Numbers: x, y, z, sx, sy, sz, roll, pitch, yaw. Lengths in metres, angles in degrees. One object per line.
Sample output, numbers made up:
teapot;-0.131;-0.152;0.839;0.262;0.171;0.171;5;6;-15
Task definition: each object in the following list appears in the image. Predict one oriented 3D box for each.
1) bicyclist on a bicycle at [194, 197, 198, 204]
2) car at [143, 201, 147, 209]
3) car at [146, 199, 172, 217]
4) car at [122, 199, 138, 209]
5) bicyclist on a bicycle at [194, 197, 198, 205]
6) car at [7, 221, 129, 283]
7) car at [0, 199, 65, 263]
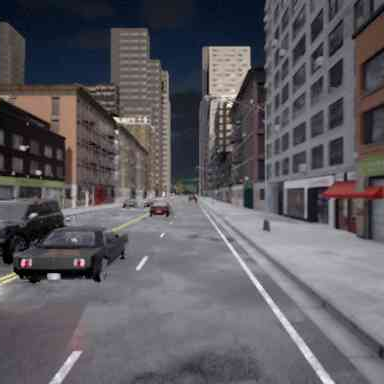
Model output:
bicyclist on a bicycle;0.929;1.946;76.859;0.866;1.612;1.509;0;-1;0
car;-6.519;1.890;53.025;2.033;1.411;5.357;0;0;1
car;-3.131;1.687;33.789;1.882;1.535;5.008;0;0;0
car;-9.776;1.847;53.020;1.837;1.490;4.892;0;0;1
bicyclist on a bicycle;0.929;1.815;67.807;0.659;1.776;1.843;0;0;0
car;-3.144;1.655;9.817;1.895;1.301;4.718;0;0;0
car;-6.595;1.290;12.384;2.150;2.045;5.566;0;0;0
